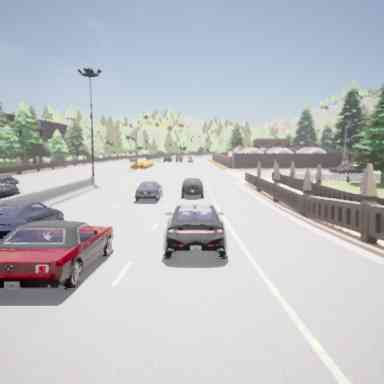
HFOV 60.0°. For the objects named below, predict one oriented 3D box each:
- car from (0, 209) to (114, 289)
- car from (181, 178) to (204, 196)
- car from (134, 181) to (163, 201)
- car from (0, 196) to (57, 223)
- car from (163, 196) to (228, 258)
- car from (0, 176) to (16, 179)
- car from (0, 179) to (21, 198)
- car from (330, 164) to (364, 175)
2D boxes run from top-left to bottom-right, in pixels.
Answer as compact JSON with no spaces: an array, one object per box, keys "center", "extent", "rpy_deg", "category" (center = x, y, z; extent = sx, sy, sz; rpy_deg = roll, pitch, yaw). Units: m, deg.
[{"center":[-3.399,1.387,8.520],"extent":[1.895,1.301,4.718],"rpy_deg":[0,2,0],"category":"car"},{"center":[0.036,-0.540,29.244],"extent":[1.882,1.535,5.008],"rpy_deg":[0,7,0],"category":"car"},{"center":[-3.451,-0.194,27.041],"extent":[2.033,1.411,5.357],"rpy_deg":[0,7,0],"category":"car"},{"center":[-6.902,1.071,13.703],"extent":[1.994,1.385,4.181],"rpy_deg":[0,4,0],"category":"car"},{"center":[0.100,1.145,11.270],"extent":[2.128,1.511,4.902],"rpy_deg":[0,3,0],"category":"car"},{"center":[-17.571,-0.646,30.402],"extent":[1.837,1.490,4.892],"rpy_deg":[0,7,0],"category":"car"},{"center":[-14.096,0.157,23.520],"extent":[2.128,1.511,4.902],"rpy_deg":[0,6,0],"category":"car"},{"center":[25.686,-3.492,53.177],"extent":[5.357,1.411,2.033],"rpy_deg":[0,7,1],"category":"car"}]
